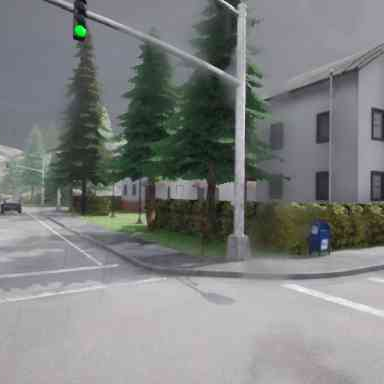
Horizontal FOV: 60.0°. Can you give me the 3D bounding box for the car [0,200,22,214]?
[{"bbox_3d":[-20.474,1.648,37.695,1.837,1.490,4.892,1,-1,-32],"label":"car"}]
